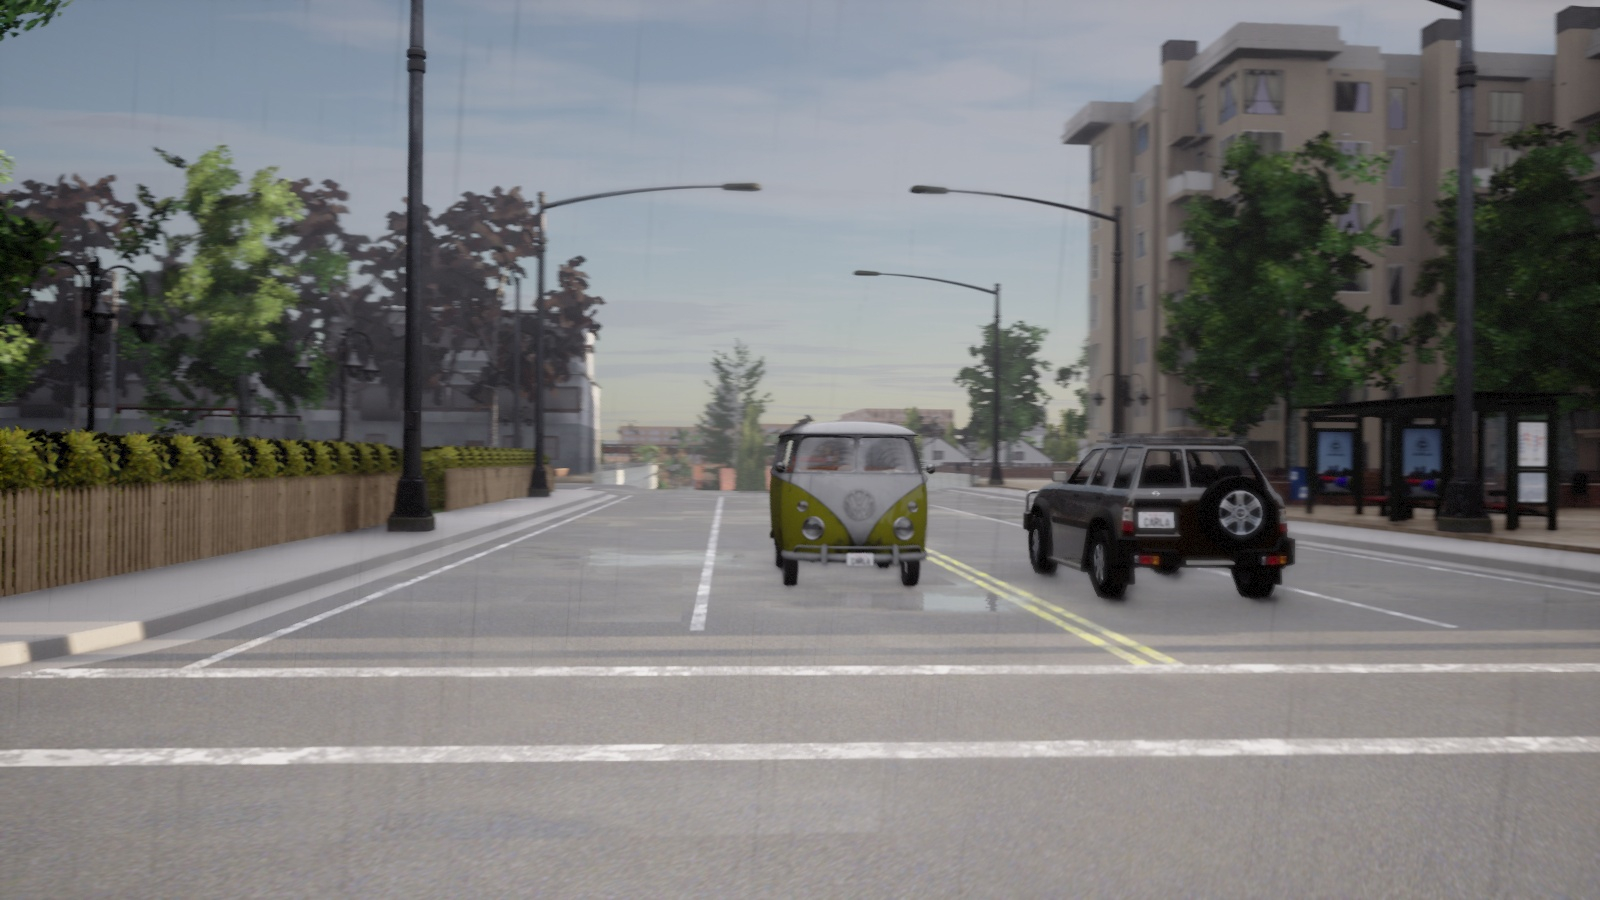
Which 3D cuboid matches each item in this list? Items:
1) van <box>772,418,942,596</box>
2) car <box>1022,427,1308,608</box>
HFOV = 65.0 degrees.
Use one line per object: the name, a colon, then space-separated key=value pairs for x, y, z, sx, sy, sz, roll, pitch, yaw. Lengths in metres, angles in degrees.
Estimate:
van: x=0.594 y=0.640 z=16.287 sx=1.775 sy=1.987 sz=4.442 roll=0 pitch=0 yaw=-3
car: x=4.167 y=0.716 z=15.221 sx=1.932 sy=1.855 sz=4.605 roll=0 pitch=0 yaw=-3
